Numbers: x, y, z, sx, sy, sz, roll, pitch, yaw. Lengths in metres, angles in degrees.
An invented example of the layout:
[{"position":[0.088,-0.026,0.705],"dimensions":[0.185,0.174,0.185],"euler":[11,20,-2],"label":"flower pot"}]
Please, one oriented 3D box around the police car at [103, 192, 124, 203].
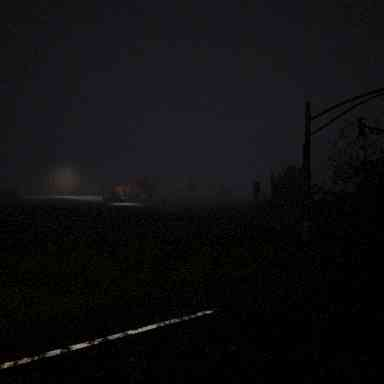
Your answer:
[{"position":[-11.734,0.821,49.841],"dimensions":[2.038,1.542,4.974],"euler":[1,0,-32],"label":"police car"}]
